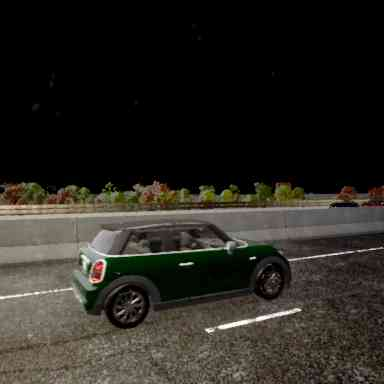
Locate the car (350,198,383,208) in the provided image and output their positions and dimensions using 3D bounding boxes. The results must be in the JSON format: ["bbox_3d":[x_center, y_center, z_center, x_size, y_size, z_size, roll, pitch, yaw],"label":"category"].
[{"bbox_3d":[18.479,1.345,33.191,4.553,1.767,2.097,0,0,-28],"label":"car"}]

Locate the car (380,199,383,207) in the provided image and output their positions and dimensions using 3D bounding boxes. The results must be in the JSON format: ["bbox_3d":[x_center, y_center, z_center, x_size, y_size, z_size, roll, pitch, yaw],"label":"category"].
[{"bbox_3d":[19.277,1.519,29.647,4.674,1.442,1.812,0,0,-28],"label":"car"}]

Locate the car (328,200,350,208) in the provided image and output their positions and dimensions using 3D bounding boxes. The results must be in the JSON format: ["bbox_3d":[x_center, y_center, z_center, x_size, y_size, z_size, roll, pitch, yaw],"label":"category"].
[{"bbox_3d":[16.727,1.557,36.223,4.181,1.385,1.994,0,0,-28],"label":"car"}]

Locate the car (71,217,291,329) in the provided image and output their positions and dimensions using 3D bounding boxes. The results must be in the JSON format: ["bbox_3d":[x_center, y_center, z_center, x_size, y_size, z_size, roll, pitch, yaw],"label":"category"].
[{"bbox_3d":[-0.093,1.353,7.073,4.553,1.767,2.097,0,0,-28],"label":"car"}]
